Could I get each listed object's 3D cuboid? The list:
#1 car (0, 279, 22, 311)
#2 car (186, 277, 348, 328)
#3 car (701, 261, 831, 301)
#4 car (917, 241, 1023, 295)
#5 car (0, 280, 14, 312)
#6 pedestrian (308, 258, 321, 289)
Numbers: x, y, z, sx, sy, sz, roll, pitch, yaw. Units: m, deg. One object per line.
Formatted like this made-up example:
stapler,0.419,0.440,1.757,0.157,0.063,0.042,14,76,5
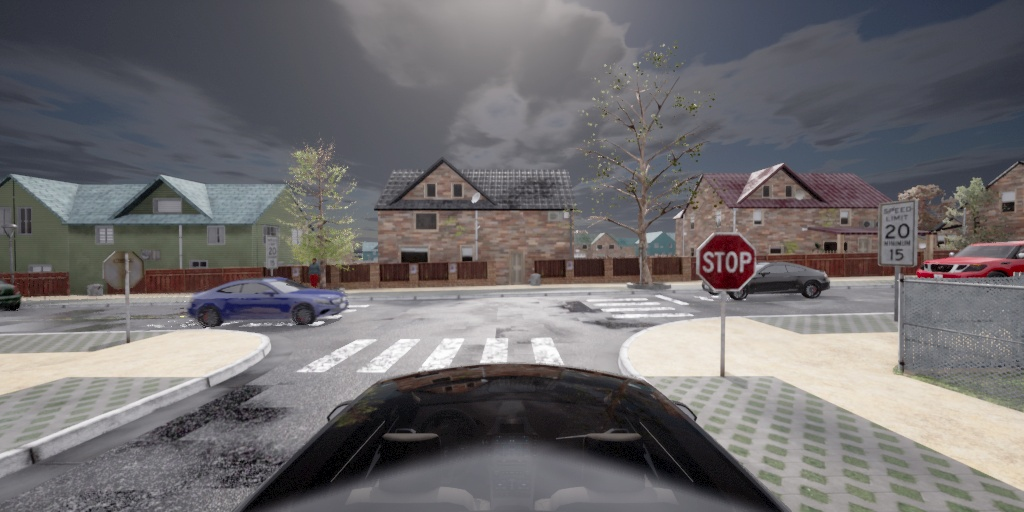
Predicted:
car,-23.400,1.581,14.626,4.553,1.767,2.097,-1,1,0
car,-7.881,1.431,11.721,4.674,1.442,1.812,-2,1,0
car,10.323,0.958,14.727,4.674,1.442,1.812,-1,1,0
car,20.275,0.419,14.757,5.566,2.045,2.150,-1,1,-1
car,-19.963,1.719,11.691,4.674,1.442,1.812,-2,1,0
pedestrian,-9.674,1.001,17.570,0.375,1.860,0.375,0,2,0
